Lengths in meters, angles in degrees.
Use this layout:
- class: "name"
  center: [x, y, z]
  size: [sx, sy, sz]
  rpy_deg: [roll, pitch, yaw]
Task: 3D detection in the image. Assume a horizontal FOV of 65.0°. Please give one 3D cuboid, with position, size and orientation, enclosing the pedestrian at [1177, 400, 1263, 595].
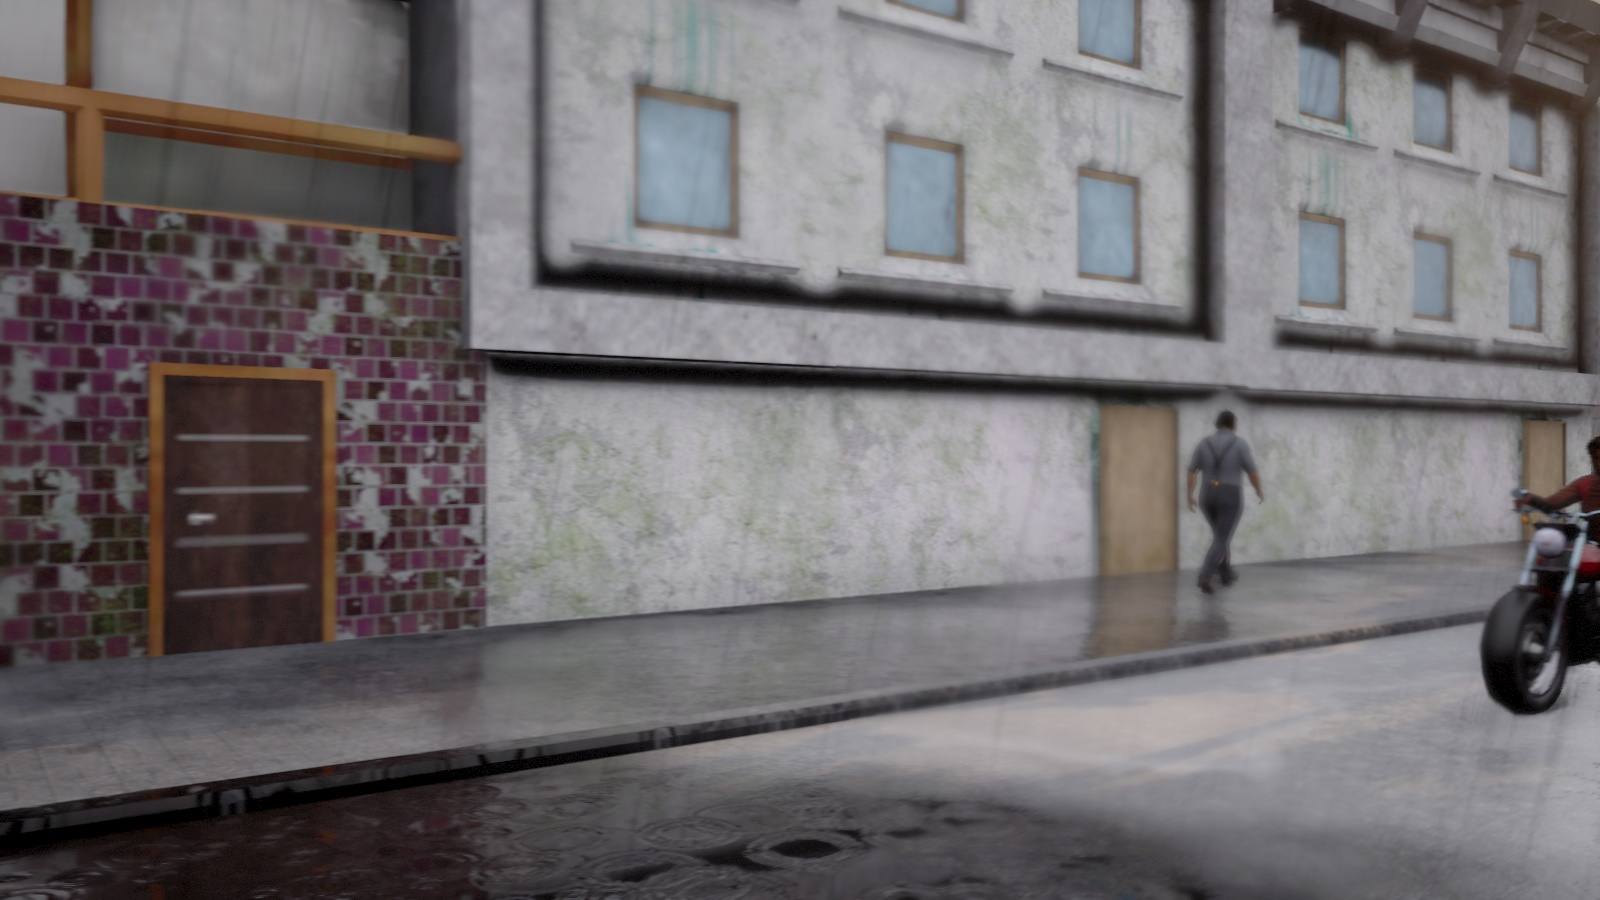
- class: "pedestrian"
  center: [4.137, 0.453, 12.367]
  size: [0.540, 1.848, 0.694]
  rpy_deg: [0, 0, 44]

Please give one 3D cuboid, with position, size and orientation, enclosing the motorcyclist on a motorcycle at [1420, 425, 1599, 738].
- class: "motorcyclist on a motorcycle"
  center: [4.753, 0.686, 7.591]
  size: [2.350, 1.649, 0.766]
  rpy_deg: [0, 0, -35]
